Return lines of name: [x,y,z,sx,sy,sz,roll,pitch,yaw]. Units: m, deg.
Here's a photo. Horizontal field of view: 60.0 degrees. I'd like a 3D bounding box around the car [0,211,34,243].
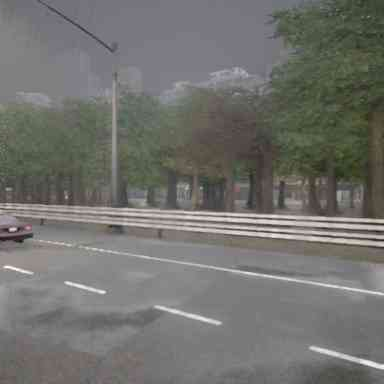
car: [-9.165,1.544,14.728,5.357,1.411,2.033,0,0,36]
